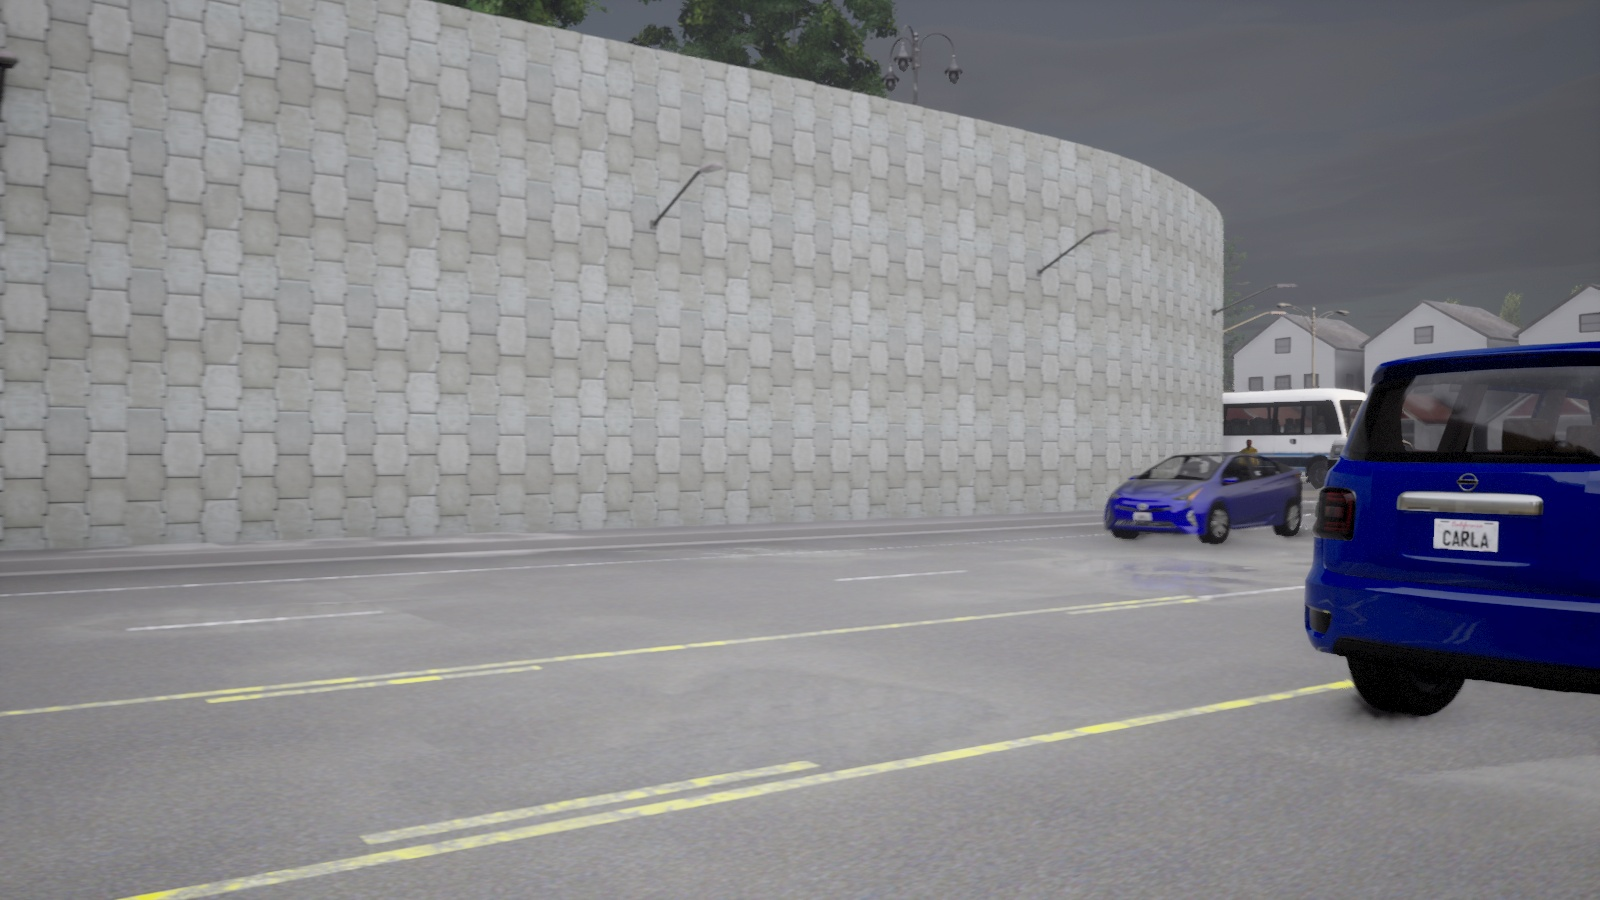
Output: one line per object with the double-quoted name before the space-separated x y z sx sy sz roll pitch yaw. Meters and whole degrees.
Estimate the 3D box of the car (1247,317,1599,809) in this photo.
"car" 5.258 0.471 7.317 5.566 2.045 2.150 0 0 -35

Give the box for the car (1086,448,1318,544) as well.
"car" 7.177 0.731 22.154 4.514 1.525 2.007 0 0 -44

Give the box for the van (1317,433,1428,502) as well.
"van" 17.762 0.526 39.159 2.069 2.038 4.480 0 0 10

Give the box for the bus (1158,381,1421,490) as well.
"bus" 20.868 -0.542 54.380 3.944 4.253 10.273 0 0 -32
